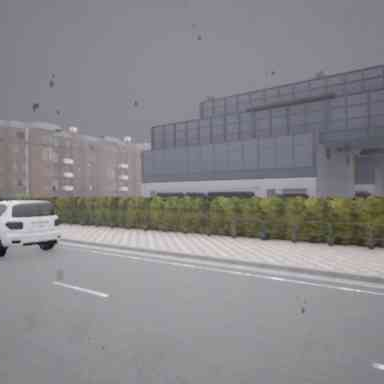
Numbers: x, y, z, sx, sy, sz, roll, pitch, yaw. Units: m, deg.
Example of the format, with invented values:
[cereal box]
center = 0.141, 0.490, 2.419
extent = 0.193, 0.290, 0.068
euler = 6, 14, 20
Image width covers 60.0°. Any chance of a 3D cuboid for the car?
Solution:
[car]
center = -7.704, 1.354, 13.678
extent = 5.566, 2.045, 2.150
euler = -1, 0, 36
